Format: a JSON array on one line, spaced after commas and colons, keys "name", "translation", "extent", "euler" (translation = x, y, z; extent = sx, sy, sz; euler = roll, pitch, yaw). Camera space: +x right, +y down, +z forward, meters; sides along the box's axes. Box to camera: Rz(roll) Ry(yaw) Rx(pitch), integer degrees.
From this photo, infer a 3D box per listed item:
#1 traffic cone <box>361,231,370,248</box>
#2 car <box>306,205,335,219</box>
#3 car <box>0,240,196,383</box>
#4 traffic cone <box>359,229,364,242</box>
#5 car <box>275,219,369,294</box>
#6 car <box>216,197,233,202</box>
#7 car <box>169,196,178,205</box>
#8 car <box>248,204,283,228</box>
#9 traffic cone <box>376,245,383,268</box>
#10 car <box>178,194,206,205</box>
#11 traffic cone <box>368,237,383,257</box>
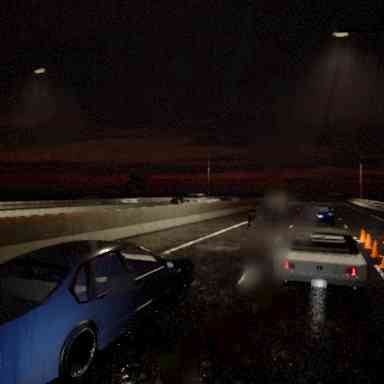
[{"name": "traffic cone", "translation": [7.437, 2.058, 14.004], "extent": [0.340, 0.580, 0.340], "euler": [1, 0, 21]}, {"name": "car", "translation": [9.789, 1.706, 25.387], "extent": [1.994, 1.385, 4.181], "euler": [1, 0, 21]}, {"name": "car", "translation": [-1.647, 1.536, 5.490], "extent": [2.033, 1.411, 5.357], "euler": [1, 0, 21]}, {"name": "traffic cone", "translation": [8.158, 2.069, 15.869], "extent": [0.340, 0.580, 0.340], "euler": [1, 0, 21]}, {"name": "car", "translation": [3.492, 1.653, 9.088], "extent": [1.895, 1.301, 4.718], "euler": [1, 0, 21]}, {"name": "car", "translation": [5.174, 1.592, 52.745], "extent": [1.882, 1.535, 5.008], "euler": [1, 0, 22]}, {"name": "car", "translation": [-1.977, 1.388, 53.663], "extent": [2.097, 1.767, 4.553], "euler": [1, 0, 22]}, {"name": "car", "translation": [5.209, 1.566, 23.239], "extent": [1.882, 1.535, 5.008], "euler": [1, 0, 21]}, {"name": "traffic cone", "translation": [5.996, 2.037, 10.272], "extent": [0.340, 0.580, 0.340], "euler": [1, 0, 21]}, {"name": "car", "translation": [0.354, 1.283, 50.007], "extent": [2.150, 2.045, 5.566], "euler": [1, 0, 21]}, {"name": "traffic cone", "translation": [6.717, 2.048, 12.138], "extent": [0.340, 0.580, 0.340], "euler": [1, 0, 21]}]
